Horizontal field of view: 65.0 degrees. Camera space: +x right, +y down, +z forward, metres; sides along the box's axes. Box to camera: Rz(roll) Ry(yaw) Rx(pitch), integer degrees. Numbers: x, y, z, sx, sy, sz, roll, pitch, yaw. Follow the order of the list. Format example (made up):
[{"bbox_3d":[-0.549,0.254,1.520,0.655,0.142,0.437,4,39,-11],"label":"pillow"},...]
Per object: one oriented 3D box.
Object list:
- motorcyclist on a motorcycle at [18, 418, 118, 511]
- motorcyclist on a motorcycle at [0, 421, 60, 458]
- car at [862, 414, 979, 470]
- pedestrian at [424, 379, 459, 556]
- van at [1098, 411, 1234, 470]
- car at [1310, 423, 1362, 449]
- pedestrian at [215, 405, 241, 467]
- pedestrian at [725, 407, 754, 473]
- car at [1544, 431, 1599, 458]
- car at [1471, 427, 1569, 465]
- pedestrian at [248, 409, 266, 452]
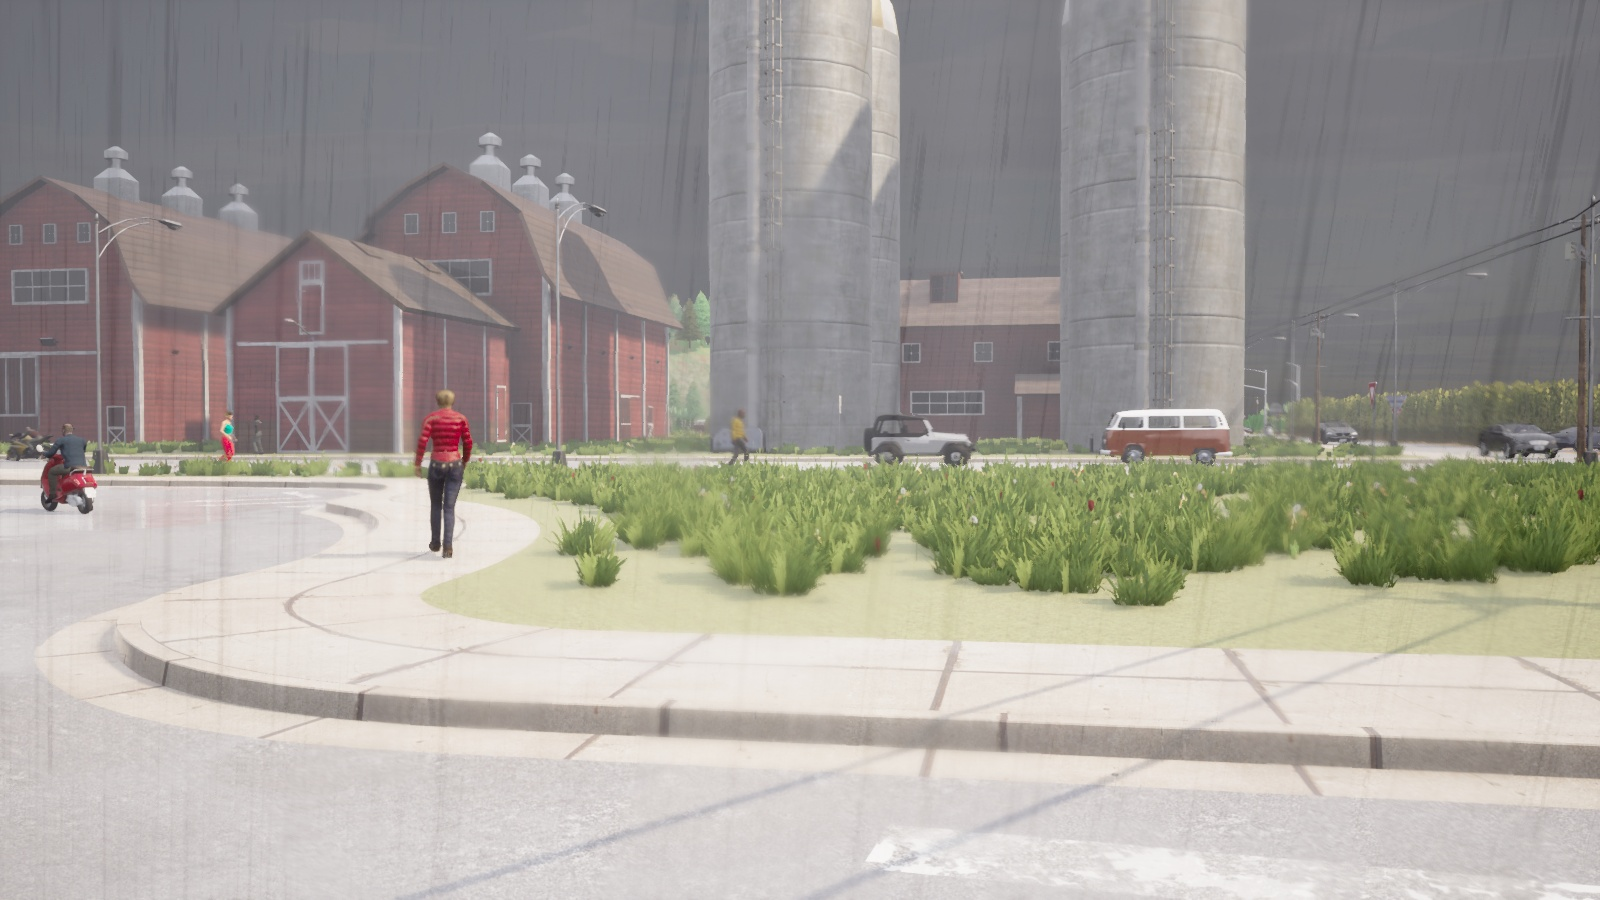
[{"bbox_3d":[-13.023,0.229,22.324,1.817,1.590,0.866,1,2,36],"label":"motorcyclist on a motorcycle"},{"bbox_3d":[-32.638,-0.461,53.169,2.191,1.530,0.866,1,1,10],"label":"motorcyclist on a motorcycle"},{"bbox_3d":[4.184,-0.289,43.353,3.866,1.878,1.905,1,1,10],"label":"car"},{"bbox_3d":[-3.836,0.173,13.425,0.331,1.846,0.636,0,1,-19],"label":"pedestrian"},{"bbox_3d":[13.150,-0.357,45.378,4.480,2.038,2.069,1,1,10],"label":"van"},{"bbox_3d":[36.700,-0.987,86.083,2.242,1.667,4.611,1,1,10],"label":"car"},{"bbox_3d":[-17.203,-0.425,37.761,0.594,1.836,0.345,0,1,7],"label":"pedestrian"},{"bbox_3d":[-1.696,-0.284,35.141,0.726,1.835,0.370,1,1,14],"label":"pedestrian"},{"bbox_3d":[41.648,-0.303,65.820,4.181,1.385,1.994,0,1,-5],"label":"car"},{"bbox_3d":[30.705,-0.209,53.728,2.128,1.511,4.902,1,1,11],"label":"car"},{"bbox_3d":[-24.951,-0.902,57.719,0.666,1.930,0.402,0,1,8],"label":"pedestrian"}]
